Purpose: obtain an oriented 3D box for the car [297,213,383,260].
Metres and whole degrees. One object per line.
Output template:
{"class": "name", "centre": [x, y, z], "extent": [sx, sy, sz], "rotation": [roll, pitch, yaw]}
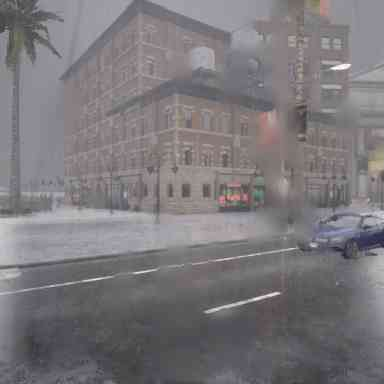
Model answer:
{"class": "car", "centre": [5.988, 1.526, 12.539], "extent": [4.674, 1.442, 1.812], "rotation": [0, 0, -35]}
